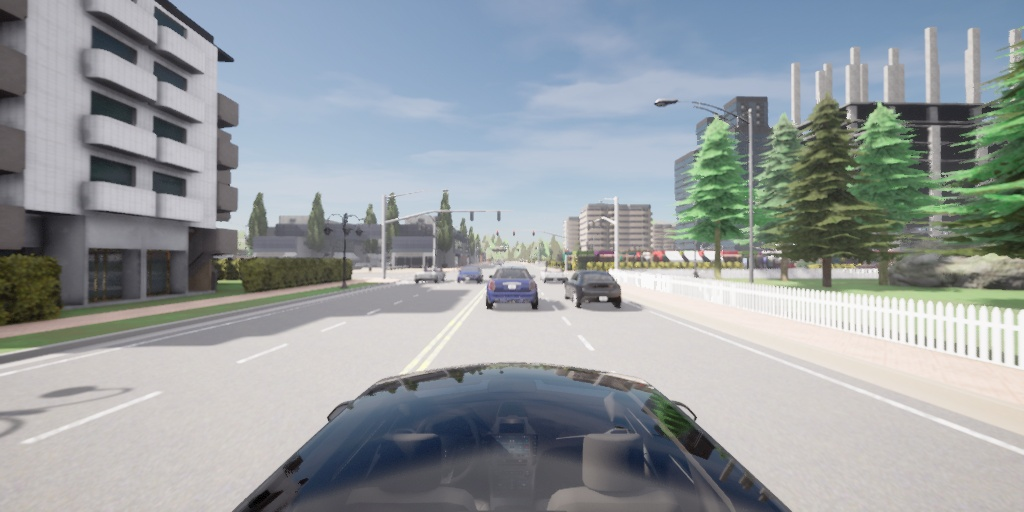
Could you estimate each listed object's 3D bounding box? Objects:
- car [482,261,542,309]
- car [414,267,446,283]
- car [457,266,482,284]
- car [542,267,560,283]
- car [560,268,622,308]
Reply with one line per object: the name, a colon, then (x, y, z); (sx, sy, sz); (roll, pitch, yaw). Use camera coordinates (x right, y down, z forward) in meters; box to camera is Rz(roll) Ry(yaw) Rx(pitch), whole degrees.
car: (0.006, 1.235, 15.935); (2.097, 1.767, 4.553); (0, -1, 0)
car: (-6.996, 1.627, 30.851); (1.895, 1.301, 4.718); (0, -1, 0)
car: (-3.499, 1.551, 30.576); (1.812, 1.442, 4.674); (0, -1, 0)
car: (3.530, 1.628, 30.950); (1.895, 1.301, 4.718); (0, -1, 1)
car: (3.507, 1.394, 16.143); (1.837, 1.490, 4.892); (0, 0, 0)
